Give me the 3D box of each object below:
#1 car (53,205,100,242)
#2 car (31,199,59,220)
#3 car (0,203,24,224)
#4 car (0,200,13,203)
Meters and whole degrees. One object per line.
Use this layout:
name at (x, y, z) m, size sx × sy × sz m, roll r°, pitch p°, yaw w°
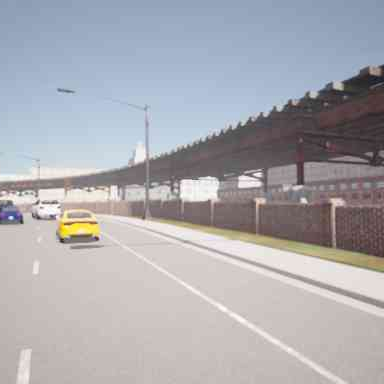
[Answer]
car at (-6.305, 1.713, 18.168) m, size 1.882 × 1.535 × 5.008 m, roll 0°, pitch -1°, yaw -24°
car at (-15.140, 1.752, 34.453) m, size 2.150 × 2.045 × 5.566 m, roll 1°, pitch -2°, yaw -33°
car at (-15.324, 1.905, 28.051) m, size 1.812 × 1.442 × 4.674 m, roll 1°, pitch -1°, yaw -30°
car at (-21.515, 1.887, 37.626) m, size 2.150 × 2.045 × 5.566 m, roll 1°, pitch -2°, yaw -36°
